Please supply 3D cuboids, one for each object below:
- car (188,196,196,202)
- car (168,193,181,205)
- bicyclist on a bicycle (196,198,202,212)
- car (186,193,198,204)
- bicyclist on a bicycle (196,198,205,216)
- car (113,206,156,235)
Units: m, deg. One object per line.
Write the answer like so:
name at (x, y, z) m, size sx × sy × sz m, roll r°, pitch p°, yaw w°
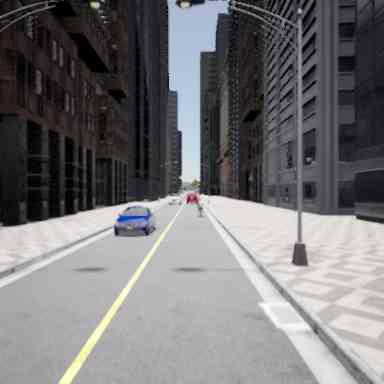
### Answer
car at (-0.024, 1.646, 77.963) m, size 1.895 × 1.301 × 4.718 m, roll 0°, pitch 0°, yaw 0°
car at (-3.057, 1.266, 59.385) m, size 2.150 × 2.045 × 5.566 m, roll 0°, pitch 0°, yaw 1°
bicyclist on a bicycle at (0.815, 1.482, 39.331) m, size 0.582 × 1.620 × 1.656 m, roll 0°, pitch 0°, yaw 0°
car at (-0.006, 1.264, 66.214) m, size 2.150 × 2.045 × 5.566 m, roll 0°, pitch -1°, yaw 0°
bicyclist on a bicycle at (0.811, 1.459, 30.771) m, size 0.866 × 1.612 × 1.509 m, roll 0°, pitch 0°, yaw 0°
car at (-3.104, 1.539, 18.830) m, size 1.812 × 1.442 × 4.674 m, roll 0°, pitch 0°, yaw 0°
